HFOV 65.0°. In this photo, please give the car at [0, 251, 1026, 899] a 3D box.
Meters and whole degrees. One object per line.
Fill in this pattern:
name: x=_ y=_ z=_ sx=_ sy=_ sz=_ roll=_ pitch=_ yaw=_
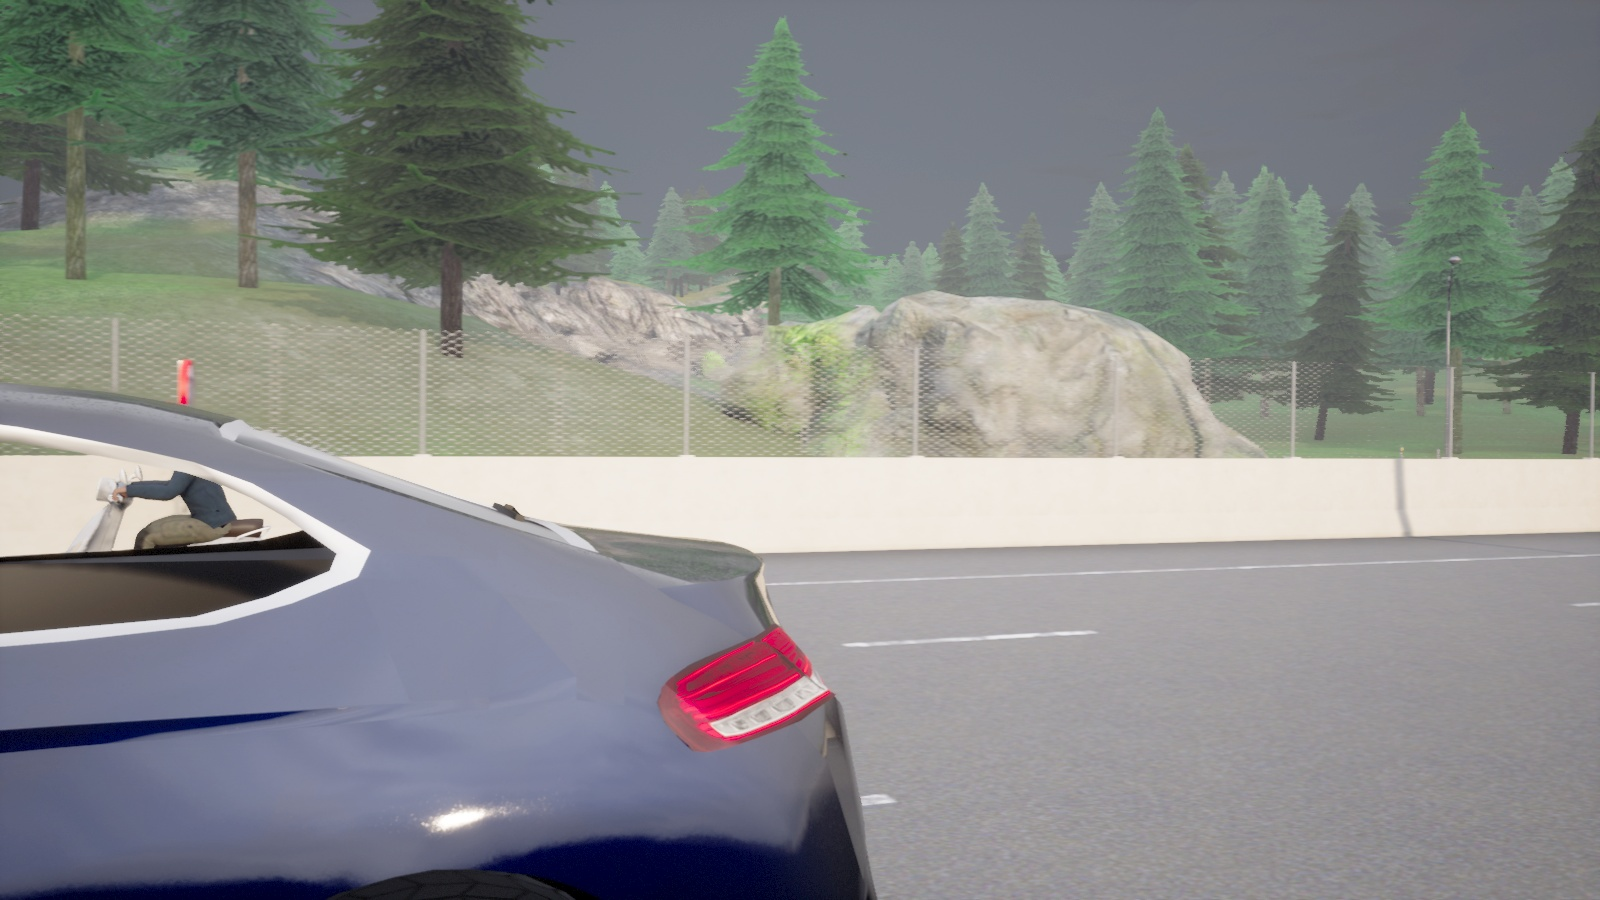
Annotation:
car: x=-2.331 y=0.563 z=2.352 sx=5.027 sy=1.651 sz=2.152 roll=-1 pitch=1 yaw=-21
